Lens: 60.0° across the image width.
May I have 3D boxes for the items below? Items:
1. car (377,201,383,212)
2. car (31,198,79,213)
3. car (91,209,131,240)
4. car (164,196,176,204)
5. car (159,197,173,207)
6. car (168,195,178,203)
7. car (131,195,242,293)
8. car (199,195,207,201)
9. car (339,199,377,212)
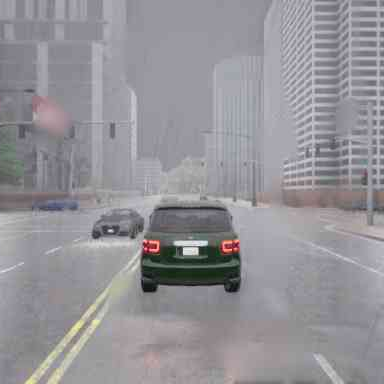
[{"bbox_3d":[22.133,1.477,33.917,5.008,1.535,1.882,0,0,-1],"label":"car"},{"bbox_3d":[-15.185,1.477,36.898,5.008,1.535,1.882,0,0,-1],"label":"car"},{"bbox_3d":[-3.662,1.563,17.016,1.994,1.385,4.181,0,0,1],"label":"car"},{"bbox_3d":[-4.083,1.525,62.595,1.812,1.442,4.674,0,0,0],"label":"car"},{"bbox_3d":[-4.023,1.504,52.375,1.837,1.490,4.892,0,0,0],"label":"car"},{"bbox_3d":[-4.116,1.477,73.052,1.882,1.535,5.008,0,0,0],"label":"car"},{"bbox_3d":[-0.021,1.221,9.015,2.150,2.045,5.566,0,0,0],"label":"car"},{"bbox_3d":[2.787,1.499,84.361,1.837,1.490,4.892,0,0,0],"label":"car"},{"bbox_3d":[19.464,1.547,37.382,5.357,1.411,2.033,0,0,-1],"label":"car"}]
